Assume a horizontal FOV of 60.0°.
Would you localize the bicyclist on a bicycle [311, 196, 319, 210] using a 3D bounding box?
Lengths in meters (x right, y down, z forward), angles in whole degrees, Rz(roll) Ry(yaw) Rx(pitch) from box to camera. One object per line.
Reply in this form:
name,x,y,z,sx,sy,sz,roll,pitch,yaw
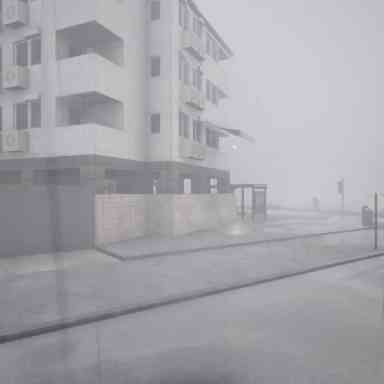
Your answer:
bicyclist on a bicycle,14.628,1.349,39.528,1.656,1.620,0.582,0,0,-35
